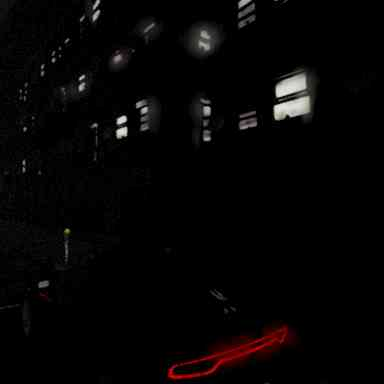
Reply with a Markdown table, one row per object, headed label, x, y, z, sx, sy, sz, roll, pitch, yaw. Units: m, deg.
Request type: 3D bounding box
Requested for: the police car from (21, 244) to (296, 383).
| label | x | y | z | sx | sy | sz | roll | pitch | yaw |
| --- | --- | --- | --- | --- | --- | --- | --- | --- | --- |
| police car | -1.048 | 1.608 | 4.922 | 1.930 | 1.638 | 5.238 | 3 | -3 | -40 |
